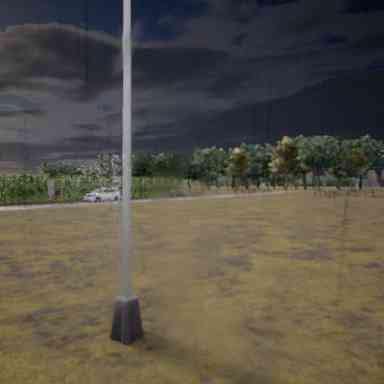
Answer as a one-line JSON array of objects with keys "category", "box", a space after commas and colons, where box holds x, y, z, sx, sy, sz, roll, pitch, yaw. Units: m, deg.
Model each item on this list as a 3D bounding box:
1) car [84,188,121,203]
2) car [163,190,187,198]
[{"category": "car", "box": [-12.912, 0.464, 48.263, 2.150, 2.045, 5.566, 0, 1, 35]}, {"category": "car", "box": [-3.116, 0.276, 62.032, 2.033, 1.411, 5.357, 0, 1, 35]}]
